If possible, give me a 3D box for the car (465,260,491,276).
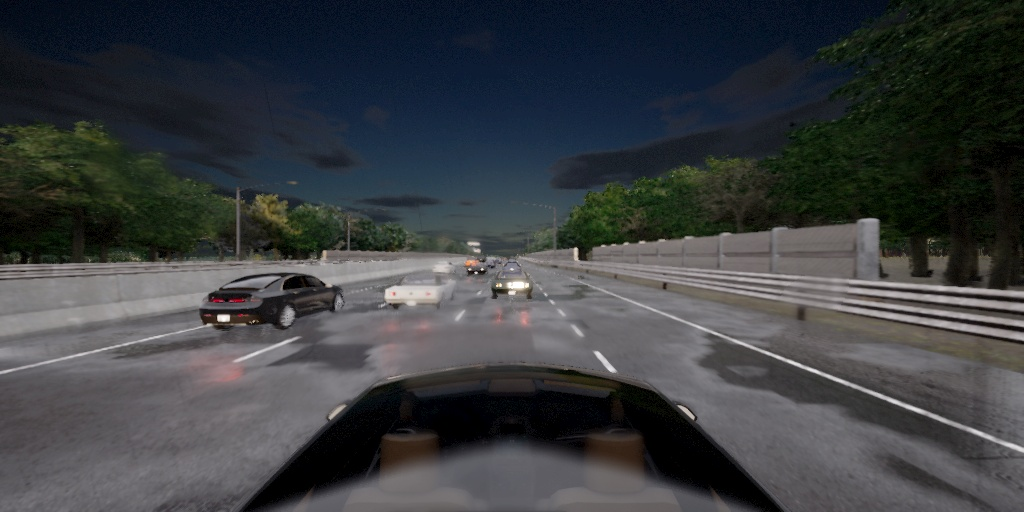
[{"bbox_3d":[-3.495,1.342,37.211,1.895,1.301,4.718,0,0,0],"label":"car"}]

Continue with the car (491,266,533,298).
[{"bbox_3d":[0.003,1.354,18.322,1.895,1.301,4.718,0,0,0],"label":"car"}]

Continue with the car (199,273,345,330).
[{"bbox_3d":[-6.997,1.261,11.124,1.837,1.490,4.892,0,0,0],"label":"car"}]

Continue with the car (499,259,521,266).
[{"bbox_3d":[0.005,1.305,37.191,1.994,1.385,4.181,0,0,0],"label":"car"}]

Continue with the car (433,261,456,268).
[{"bbox_3d":[-6.996,1.267,37.204,1.812,1.442,4.674,0,0,0],"label":"car"}]

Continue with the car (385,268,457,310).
[{"bbox_3d":[-3.497,1.355,14.725,1.895,1.301,4.718,0,0,0],"label":"car"}]

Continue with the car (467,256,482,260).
[{"bbox_3d":[-6.992,1.090,63.202,2.097,1.767,4.553,0,0,0],"label":"car"}]

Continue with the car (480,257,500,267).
[{"bbox_3d":[-3.493,1.285,57.265,2.033,1.411,5.357,0,0,0],"label":"car"}]
